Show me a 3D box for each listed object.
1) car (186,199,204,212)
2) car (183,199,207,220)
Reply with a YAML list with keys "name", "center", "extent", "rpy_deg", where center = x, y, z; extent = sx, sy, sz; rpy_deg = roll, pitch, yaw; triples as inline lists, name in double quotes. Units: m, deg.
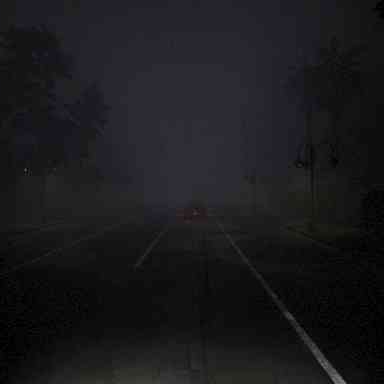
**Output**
- name: "car"
  center: [0.322, 1.548, 40.327]
  extent: [2.033, 1.411, 5.357]
  rpy_deg: [0, 0, 0]
- name: "car"
  center: [0.254, 1.478, 28.315]
  extent: [1.882, 1.535, 5.008]
  rpy_deg: [0, 0, 0]
